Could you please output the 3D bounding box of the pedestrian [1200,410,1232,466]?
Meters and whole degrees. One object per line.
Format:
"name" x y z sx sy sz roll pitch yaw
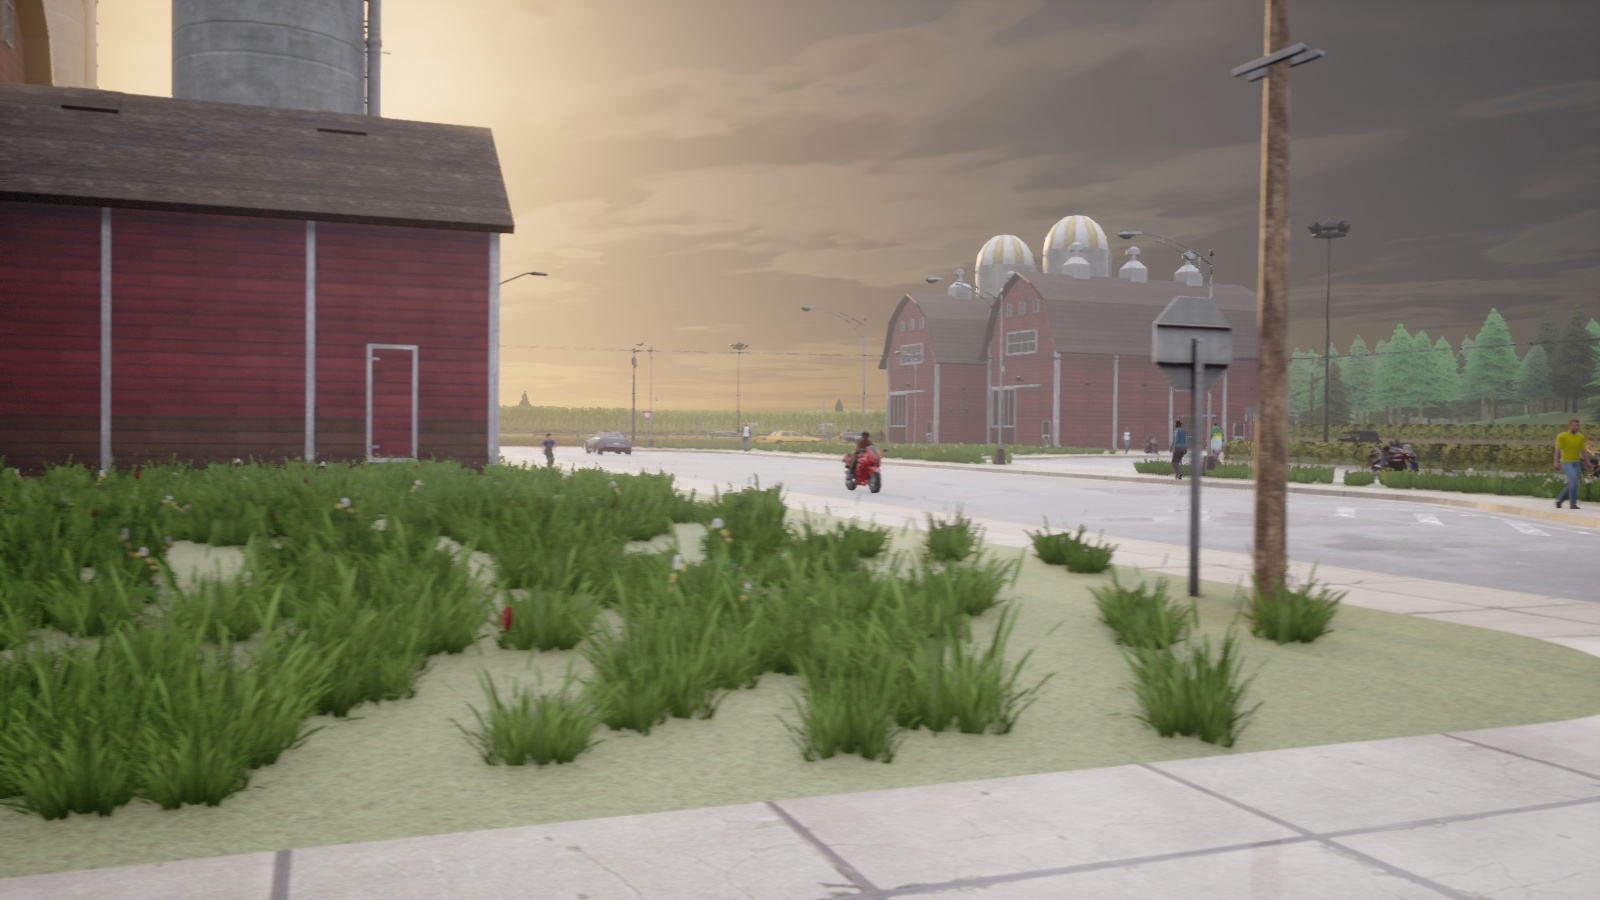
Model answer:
"pedestrian" 14.602 -0.422 44.085 0.659 1.952 0.873 -1 1 -28

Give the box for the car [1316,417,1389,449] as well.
"car" 33.778 -1.022 76.890 1.905 1.878 3.866 -1 1 -21

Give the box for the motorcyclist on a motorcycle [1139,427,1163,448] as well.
"motorcyclist on a motorcycle" 25.239 -0.911 90.299 0.866 1.530 2.191 -1 1 -7

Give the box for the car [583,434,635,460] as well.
"car" -10.936 -0.186 71.663 1.994 1.385 4.181 -1 1 -22

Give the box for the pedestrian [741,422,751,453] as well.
"pedestrian" -3.240 -0.739 75.403 0.354 1.836 0.706 -1 1 -20

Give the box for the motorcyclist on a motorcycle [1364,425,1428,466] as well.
"motorcyclist on a motorcycle" 22.705 -0.191 47.876 0.866 1.530 2.191 -1 1 -21

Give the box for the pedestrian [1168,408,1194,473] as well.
"pedestrian" 11.426 -0.283 37.678 0.396 1.930 0.692 -1 1 -21

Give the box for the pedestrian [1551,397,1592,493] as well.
"pedestrian" 14.996 -0.106 24.413 0.354 1.836 0.706 -1 1 0

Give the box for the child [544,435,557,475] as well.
"child" -8.069 0.157 40.580 0.270 1.263 0.437 -1 1 -27

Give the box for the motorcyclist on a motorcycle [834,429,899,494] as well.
"motorcyclist on a motorcycle" 1.621 0.260 30.862 0.797 1.523 2.044 -1 1 -22
